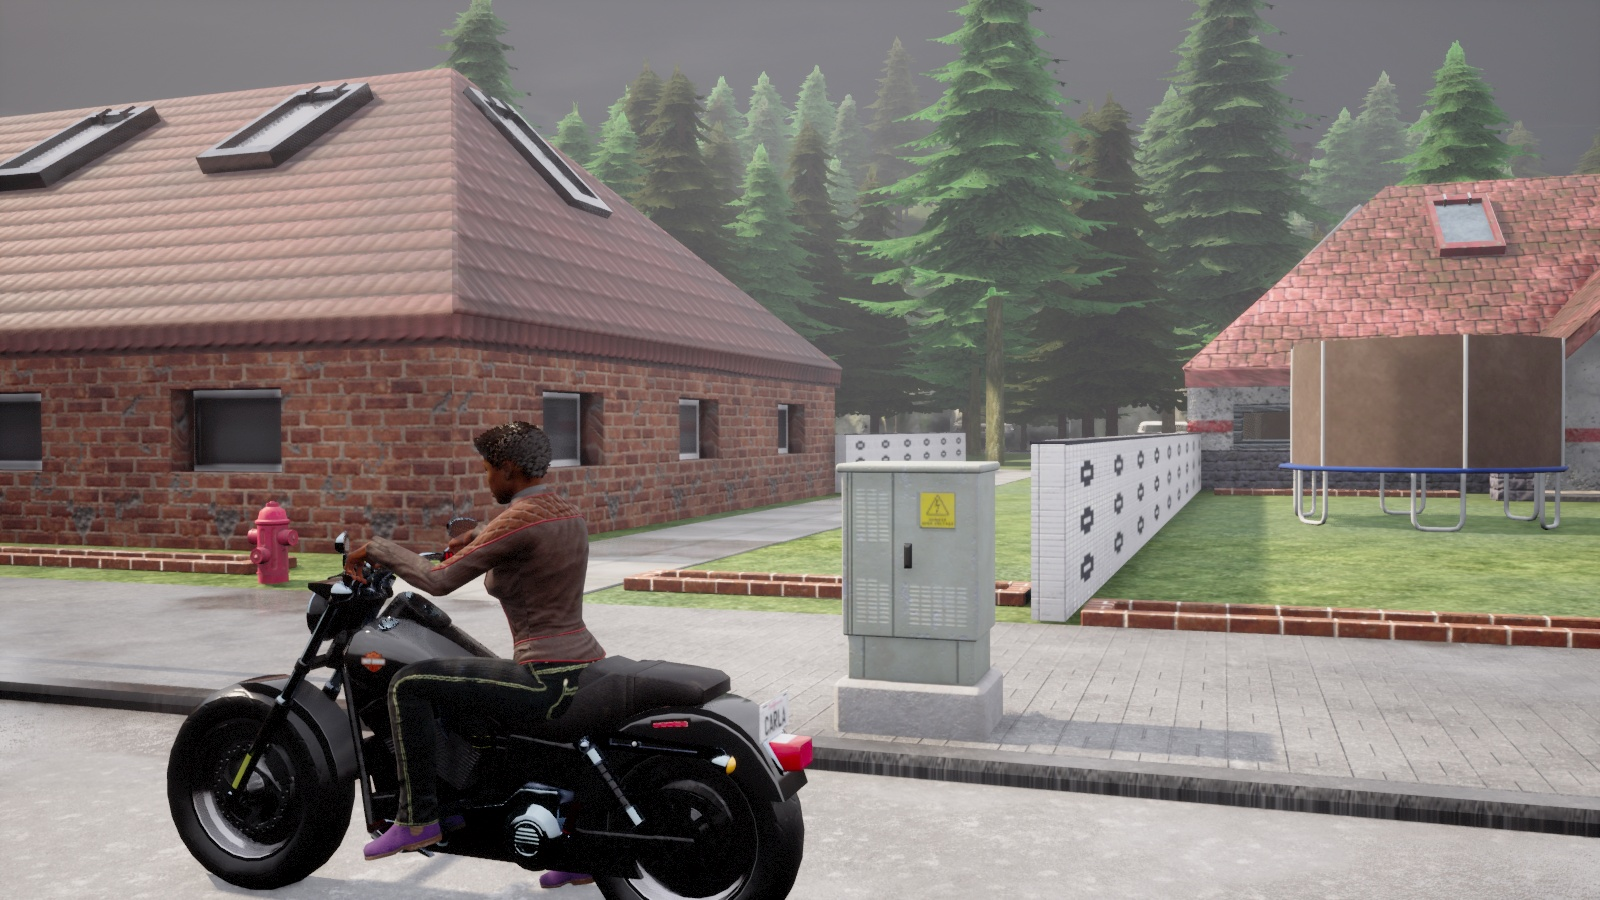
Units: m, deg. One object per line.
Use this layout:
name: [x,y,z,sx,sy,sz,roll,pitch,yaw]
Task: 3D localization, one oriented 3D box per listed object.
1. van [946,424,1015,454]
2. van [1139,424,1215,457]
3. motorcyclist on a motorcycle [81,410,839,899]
van: [12.414,-0.756,86.233,4.442,1.987,1.775,0,1,19]
van: [23.517,-0.615,78.277,4.480,2.038,2.069,1,1,19]
motorcyclist on a motorcycle: [-1.109,0.707,4.093,2.350,1.649,0.766,0,1,19]
